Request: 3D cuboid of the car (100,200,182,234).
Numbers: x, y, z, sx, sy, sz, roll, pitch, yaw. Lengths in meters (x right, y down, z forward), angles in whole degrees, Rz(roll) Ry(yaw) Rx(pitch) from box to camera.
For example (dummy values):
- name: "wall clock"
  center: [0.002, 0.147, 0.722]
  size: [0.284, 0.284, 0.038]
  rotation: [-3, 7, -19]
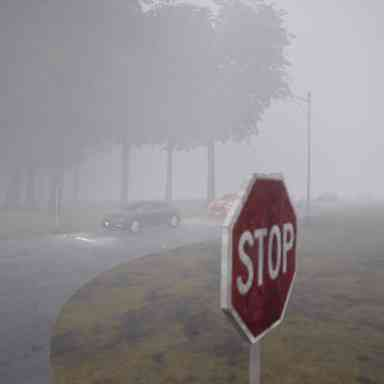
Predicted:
- name: "car"
  center: [-2.526, 1.208, 17.546]
  size: [1.837, 1.490, 4.892]
  rotation: [1, 2, 37]

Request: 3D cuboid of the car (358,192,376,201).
- name: "car"
  center: [27.466, 0.668, 52.172]
  size: [1.895, 1.301, 4.718]
  rotation: [1, 1, 37]

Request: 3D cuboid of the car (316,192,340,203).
- name: "car"
  center: [18.498, 0.705, 45.087]
  size: [2.033, 1.411, 5.357]
  rotation: [1, 1, 38]

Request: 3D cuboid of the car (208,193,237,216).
- name: "car"
  center: [3.136, 0.889, 24.996]
  size: [2.097, 1.767, 4.553]
  rotation: [1, 2, 37]

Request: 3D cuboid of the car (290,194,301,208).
- name: "car"
  center: [9.335, 0.894, 33.153]
  size: [1.812, 1.442, 4.674]
  rotation: [1, 2, 38]
